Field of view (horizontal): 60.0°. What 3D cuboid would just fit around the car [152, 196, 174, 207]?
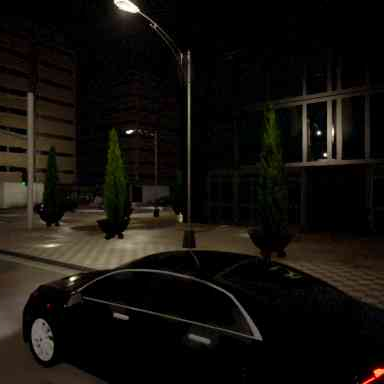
[{"bbox_3d":[-4.128,1.403,51.950,2.097,1.767,4.553,0,0,35],"label":"car"}]

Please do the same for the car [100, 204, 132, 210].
[{"bbox_3d":[-9.894,1.576,43.774,1.812,1.442,4.674,0,0,35],"label":"car"}]

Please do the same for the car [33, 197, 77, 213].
[{"bbox_3d":[-15.016,1.403,36.522,2.097,1.767,4.553,0,0,35],"label":"car"}]

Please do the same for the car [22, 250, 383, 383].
[{"bbox_3d":[-0.196,1.505,4.129,4.892,1.490,1.837,0,0,36],"label":"car"}]
